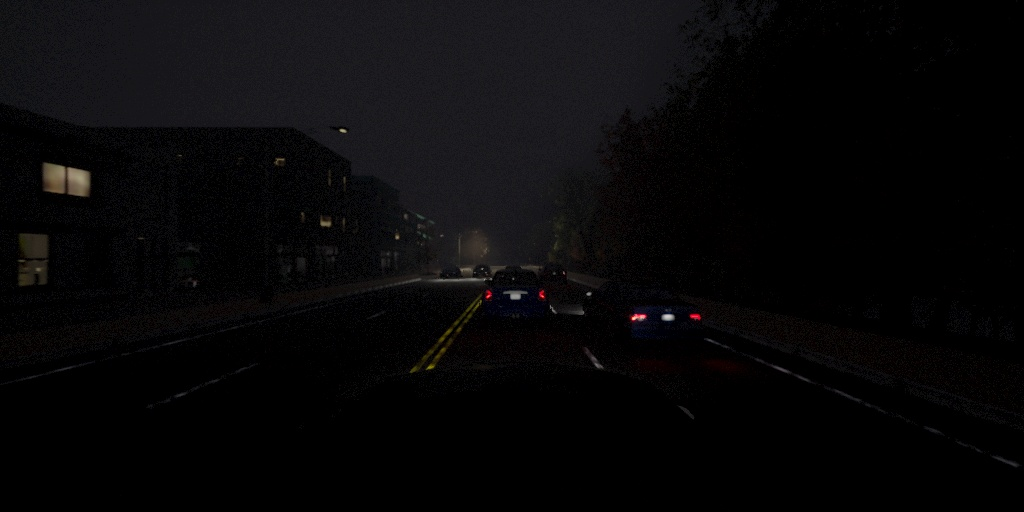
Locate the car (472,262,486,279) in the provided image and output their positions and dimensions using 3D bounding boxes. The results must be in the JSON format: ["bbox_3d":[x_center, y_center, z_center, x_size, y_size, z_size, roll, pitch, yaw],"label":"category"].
[{"bbox_3d":[-3.336,1.704,40.018,1.837,1.490,4.892,0,-1,0],"label":"car"}]

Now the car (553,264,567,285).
[{"bbox_3d":[3.354,1.440,30.550,2.097,1.767,4.553,0,-1,0],"label":"car"}]

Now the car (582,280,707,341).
[{"bbox_3d":[3.351,1.397,10.206,2.033,1.411,5.357,0,-1,0],"label":"car"}]

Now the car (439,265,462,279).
[{"bbox_3d":[-6.588,1.711,38.912,1.812,1.442,4.674,0,-1,0],"label":"car"}]

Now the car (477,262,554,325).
[{"bbox_3d":[0.101,1.230,12.601,2.097,1.767,4.553,0,-1,0],"label":"car"}]
